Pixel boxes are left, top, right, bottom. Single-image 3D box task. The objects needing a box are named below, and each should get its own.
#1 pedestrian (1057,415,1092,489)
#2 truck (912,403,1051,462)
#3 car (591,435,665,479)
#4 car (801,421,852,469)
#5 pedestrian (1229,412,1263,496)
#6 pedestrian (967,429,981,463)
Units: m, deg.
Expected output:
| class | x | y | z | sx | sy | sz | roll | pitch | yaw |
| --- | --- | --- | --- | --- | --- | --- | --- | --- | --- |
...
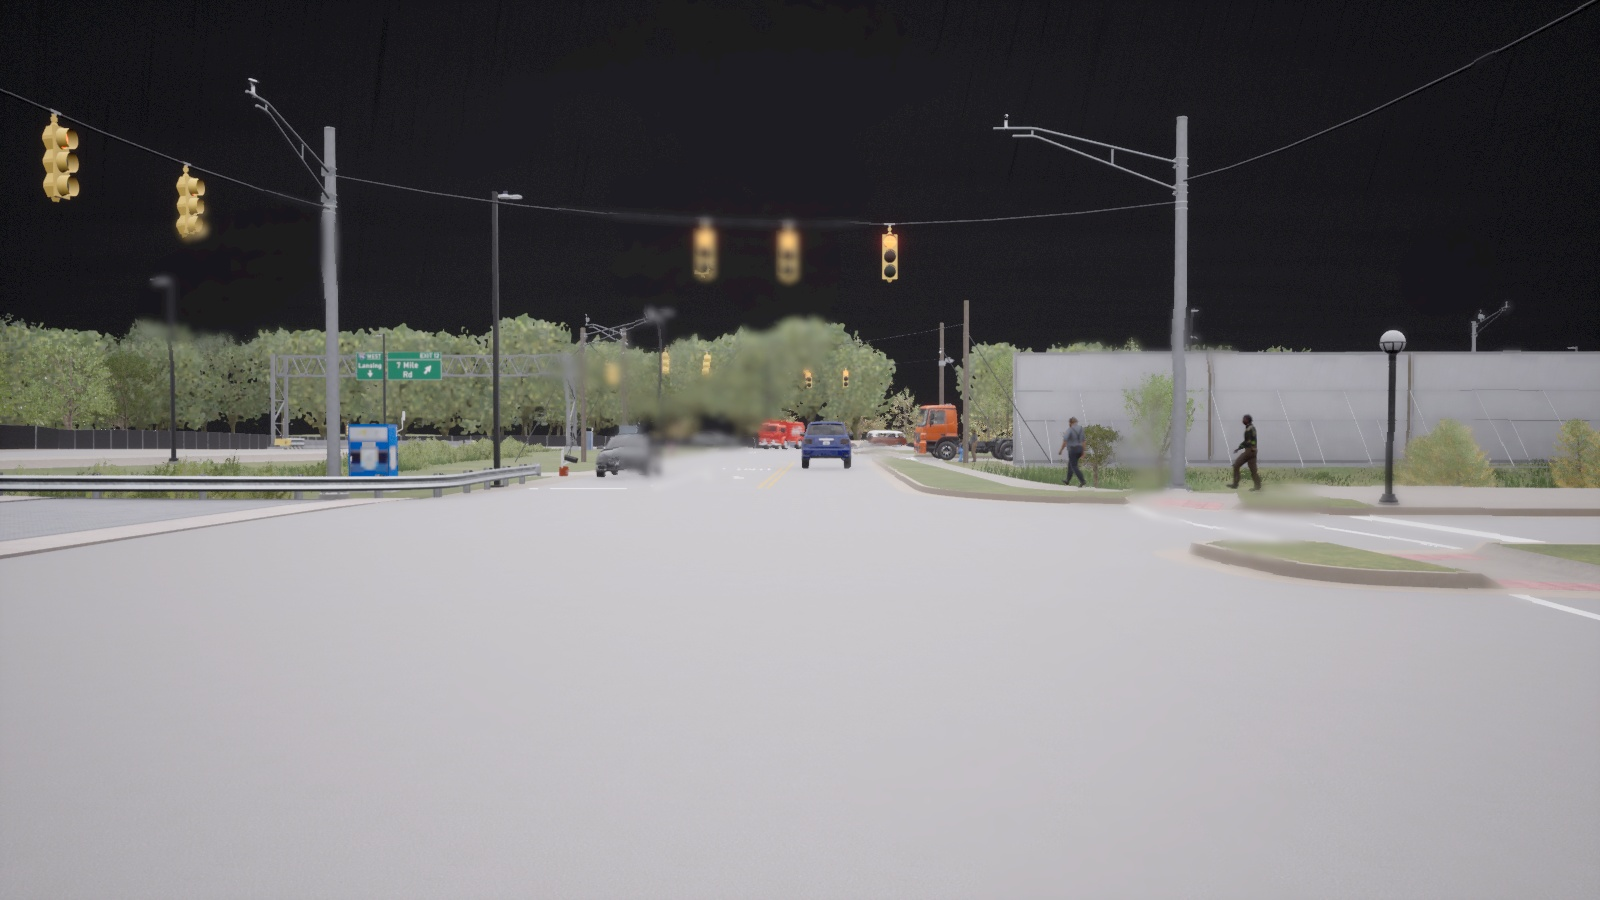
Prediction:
| class | x | y | z | sx | sy | sz | roll | pitch | yaw |
| --- | --- | --- | --- | --- | --- | --- | --- | --- | --- |
| pedestrian | 6.974 | 0.032 | 31.896 | 0.540 | 1.848 | 0.694 | -1 | 2 | -27 |
| truck | 11.120 | -1.089 | 77.375 | 7.936 | 3.462 | 2.891 | 1 | 2 | -4 |
| car | -6.094 | 0.203 | 44.993 | 1.837 | 1.490 | 4.892 | 0 | 1 | 1 |
| car | 1.197 | -0.249 | 56.510 | 2.150 | 2.045 | 5.566 | 0 | 1 | 1 |
| pedestrian | 10.321 | 0.082 | 29.060 | 0.692 | 1.930 | 0.395 | 1 | 2 | 26 |
| pedestrian | 9.510 | -0.242 | 68.774 | 0.694 | 1.848 | 0.540 | 0 | 2 | 1 |
